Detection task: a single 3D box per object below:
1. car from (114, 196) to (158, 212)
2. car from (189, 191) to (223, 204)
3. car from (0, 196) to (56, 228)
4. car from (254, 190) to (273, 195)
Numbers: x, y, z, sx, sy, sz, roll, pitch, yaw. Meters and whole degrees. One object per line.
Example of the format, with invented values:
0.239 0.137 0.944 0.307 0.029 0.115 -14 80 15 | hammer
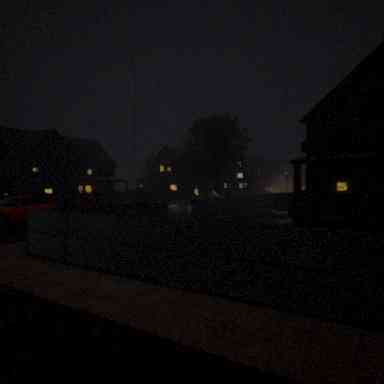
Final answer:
-4.664 1.030 27.800 1.994 1.385 4.181 1 2 35 | car
1.604 0.704 36.581 2.128 1.511 4.902 1 2 36 | car
-10.422 1.052 19.700 2.097 1.767 4.553 1 2 35 | car
10.661 0.453 49.151 2.033 1.411 5.357 1 2 35 | car
